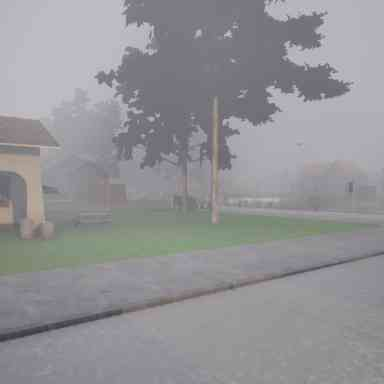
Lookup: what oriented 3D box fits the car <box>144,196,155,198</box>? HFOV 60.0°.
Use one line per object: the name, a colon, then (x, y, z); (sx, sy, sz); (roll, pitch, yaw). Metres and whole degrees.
car: (-8.966, 1.526, 69.253); (1.812, 1.442, 4.674); (0, 0, -36)
